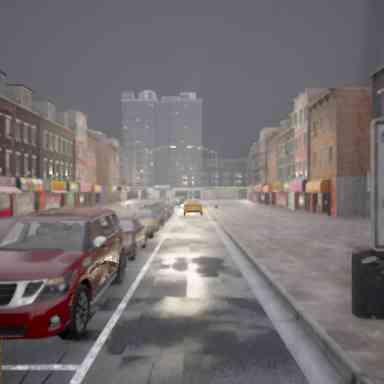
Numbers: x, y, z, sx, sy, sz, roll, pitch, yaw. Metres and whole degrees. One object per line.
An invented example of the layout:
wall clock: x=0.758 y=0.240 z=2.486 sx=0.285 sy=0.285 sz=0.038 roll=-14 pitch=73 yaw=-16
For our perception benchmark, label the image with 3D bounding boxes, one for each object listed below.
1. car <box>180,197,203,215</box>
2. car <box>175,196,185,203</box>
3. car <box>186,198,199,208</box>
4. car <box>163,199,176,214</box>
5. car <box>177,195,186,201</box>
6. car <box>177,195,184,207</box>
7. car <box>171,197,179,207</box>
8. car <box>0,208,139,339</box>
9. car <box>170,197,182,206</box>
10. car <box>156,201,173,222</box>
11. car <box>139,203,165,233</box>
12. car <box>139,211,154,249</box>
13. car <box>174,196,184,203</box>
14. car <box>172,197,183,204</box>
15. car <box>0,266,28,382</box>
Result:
car: x=0.101 y=1.464 z=33.162 sx=1.882 sy=1.535 sz=5.008 roll=0 pitch=0 yaw=0
car: x=-2.637 y=1.539 z=72.157 sx=1.947 sy=1.339 sz=4.313 roll=0 pitch=0 yaw=0
car: x=0.098 y=1.582 z=48.272 sx=1.895 sy=1.301 sz=4.718 roll=0 pitch=0 yaw=0
car: x=-2.639 y=1.554 z=28.540 sx=1.947 sy=1.339 sz=4.313 roll=0 pitch=0 yaw=0
car: x=-2.637 y=1.535 z=83.061 sx=1.947 sy=1.339 sz=4.313 roll=0 pitch=0 yaw=0
car: x=-2.638 y=1.532 z=50.349 sx=2.008 sy=1.369 sz=4.403 roll=0 pitch=0 yaw=0
car: x=-2.639 y=1.537 z=33.992 sx=2.008 sy=1.369 sz=4.403 roll=0 pitch=0 yaw=0
car: x=-2.640 y=1.312 z=6.732 sx=2.192 sy=1.841 sz=5.009 roll=0 pitch=0 yaw=0
car: x=-2.638 y=1.504 z=55.630 sx=1.752 sy=1.417 sz=4.829 roll=0 pitch=0 yaw=0
car: x=-2.639 y=1.556 z=23.088 sx=1.947 sy=1.339 sz=4.313 roll=0 pitch=0 yaw=0
car: x=-2.639 y=1.517 z=17.466 sx=1.752 sy=1.417 sz=4.829 roll=0 pitch=0 yaw=0
car: x=-2.639 y=1.576 z=12.184 sx=1.802 sy=1.307 sz=4.206 roll=0 pitch=0 yaw=0
car: x=-2.638 y=1.557 z=66.705 sx=1.802 sy=1.307 sz=4.206 roll=0 pitch=0 yaw=0
car: x=-2.638 y=1.543 z=61.253 sx=1.947 sy=1.339 sz=4.313 roll=0 pitch=0 yaw=0
car: x=-2.640 y=1.525 z=1.110 sx=1.752 sy=1.417 sz=4.829 roll=0 pitch=0 yaw=0
